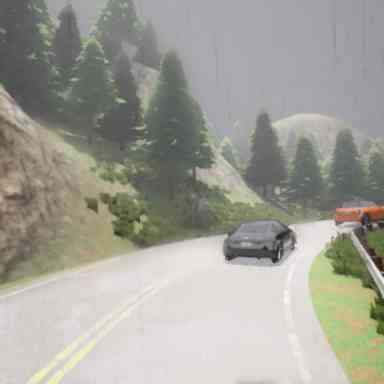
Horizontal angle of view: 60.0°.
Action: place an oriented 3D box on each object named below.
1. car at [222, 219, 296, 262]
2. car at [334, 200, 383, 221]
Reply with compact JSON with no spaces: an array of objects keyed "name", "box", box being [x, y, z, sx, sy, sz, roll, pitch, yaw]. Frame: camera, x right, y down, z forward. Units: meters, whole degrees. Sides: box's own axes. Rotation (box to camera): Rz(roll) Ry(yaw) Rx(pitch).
[{"name":"car","box":[2.697,1.708,12.803,1.994,1.385,4.181,-3,-1,27]},{"name":"car","box":[11.921,1.339,23.238,4.553,1.767,2.097,-1,-4,-37]}]
